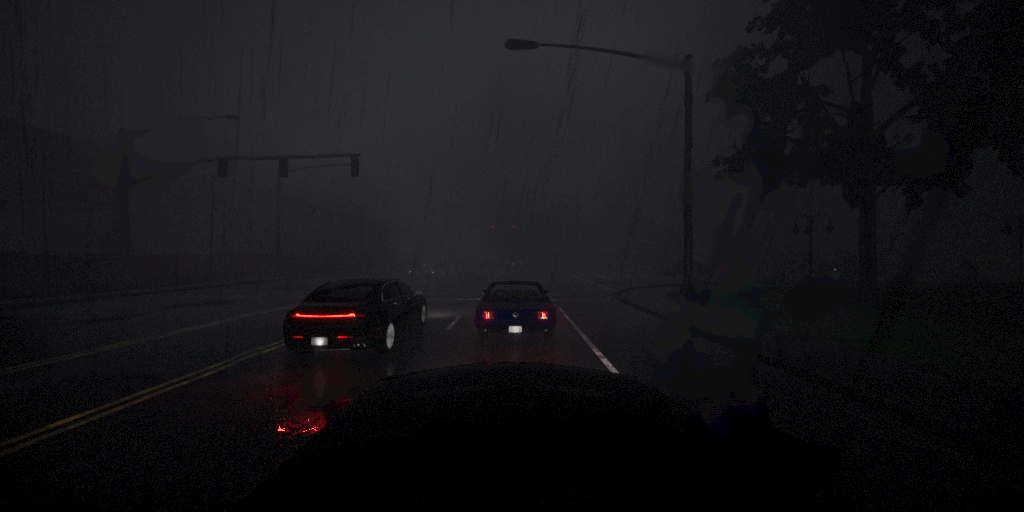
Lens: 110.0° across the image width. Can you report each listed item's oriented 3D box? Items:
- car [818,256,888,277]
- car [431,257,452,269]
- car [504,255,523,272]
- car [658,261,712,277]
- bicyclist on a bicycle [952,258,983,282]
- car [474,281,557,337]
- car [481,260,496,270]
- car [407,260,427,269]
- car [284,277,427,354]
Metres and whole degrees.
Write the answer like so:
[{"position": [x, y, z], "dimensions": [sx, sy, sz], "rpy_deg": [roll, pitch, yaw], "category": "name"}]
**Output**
[{"position": [33.213, 0.970, 34.947], "dimensions": [5.566, 2.045, 2.150], "rpy_deg": [0, 0, -1], "category": "car"}, {"position": [-10.494, 1.259, 52.747], "dimensions": [1.895, 1.301, 4.718], "rpy_deg": [0, 1, 0], "category": "car"}, {"position": [0.182, 0.930, 44.978], "dimensions": [2.150, 2.045, 5.566], "rpy_deg": [0, 0, 0], "category": "car"}, {"position": [16.628, 1.240, 34.571], "dimensions": [4.902, 1.511, 2.128], "rpy_deg": [0, 0, -1], "category": "car"}, {"position": [31.008, 0.972, 24.442], "dimensions": [0.582, 1.620, 1.656], "rpy_deg": [0, 0, -1], "category": "bicyclist on a bicycle"}, {"position": [0.098, 1.350, 10.229], "dimensions": [1.895, 1.301, 4.718], "rpy_deg": [0, 0, 0], "category": "car"}, {"position": [-3.306, 1.239, 50.631], "dimensions": [1.994, 1.385, 4.181], "rpy_deg": [0, 0, 0], "category": "car"}, {"position": [-13.991, 1.221, 52.974], "dimensions": [1.994, 1.385, 4.181], "rpy_deg": [0, 1, 0], "category": "car"}, {"position": [-3.405, 1.254, 8.741], "dimensions": [1.837, 1.490, 4.892], "rpy_deg": [0, 0, 0], "category": "car"}]
